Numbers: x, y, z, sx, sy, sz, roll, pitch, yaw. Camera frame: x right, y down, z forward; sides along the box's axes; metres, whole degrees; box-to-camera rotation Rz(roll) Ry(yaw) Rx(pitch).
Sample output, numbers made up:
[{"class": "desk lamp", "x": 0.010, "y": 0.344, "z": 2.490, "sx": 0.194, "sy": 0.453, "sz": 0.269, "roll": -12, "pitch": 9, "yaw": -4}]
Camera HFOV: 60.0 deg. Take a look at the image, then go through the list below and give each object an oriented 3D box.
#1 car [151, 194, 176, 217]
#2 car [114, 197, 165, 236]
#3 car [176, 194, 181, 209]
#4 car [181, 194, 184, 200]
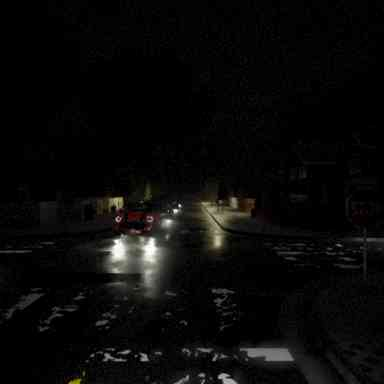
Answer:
[{"class": "car", "x": -2.920, "y": 1.229, "z": 31.177, "sx": 2.150, "sy": 2.045, "sz": 5.566, "roll": 0, "pitch": 0, "yaw": 0}, {"class": "car", "x": -2.893, "y": 1.351, "z": 18.504, "sx": 2.097, "sy": 1.767, "sz": 4.553, "roll": 0, "pitch": 0, "yaw": 0}, {"class": "car", "x": -2.929, "y": 1.363, "z": 44.374, "sx": 2.097, "sy": 1.767, "sz": 4.553, "roll": 0, "pitch": 0, "yaw": 0}, {"class": "car", "x": -2.889, "y": 1.586, "z": 60.314, "sx": 1.837, "sy": 1.490, "sz": 4.892, "roll": 0, "pitch": 0, "yaw": 0}]
